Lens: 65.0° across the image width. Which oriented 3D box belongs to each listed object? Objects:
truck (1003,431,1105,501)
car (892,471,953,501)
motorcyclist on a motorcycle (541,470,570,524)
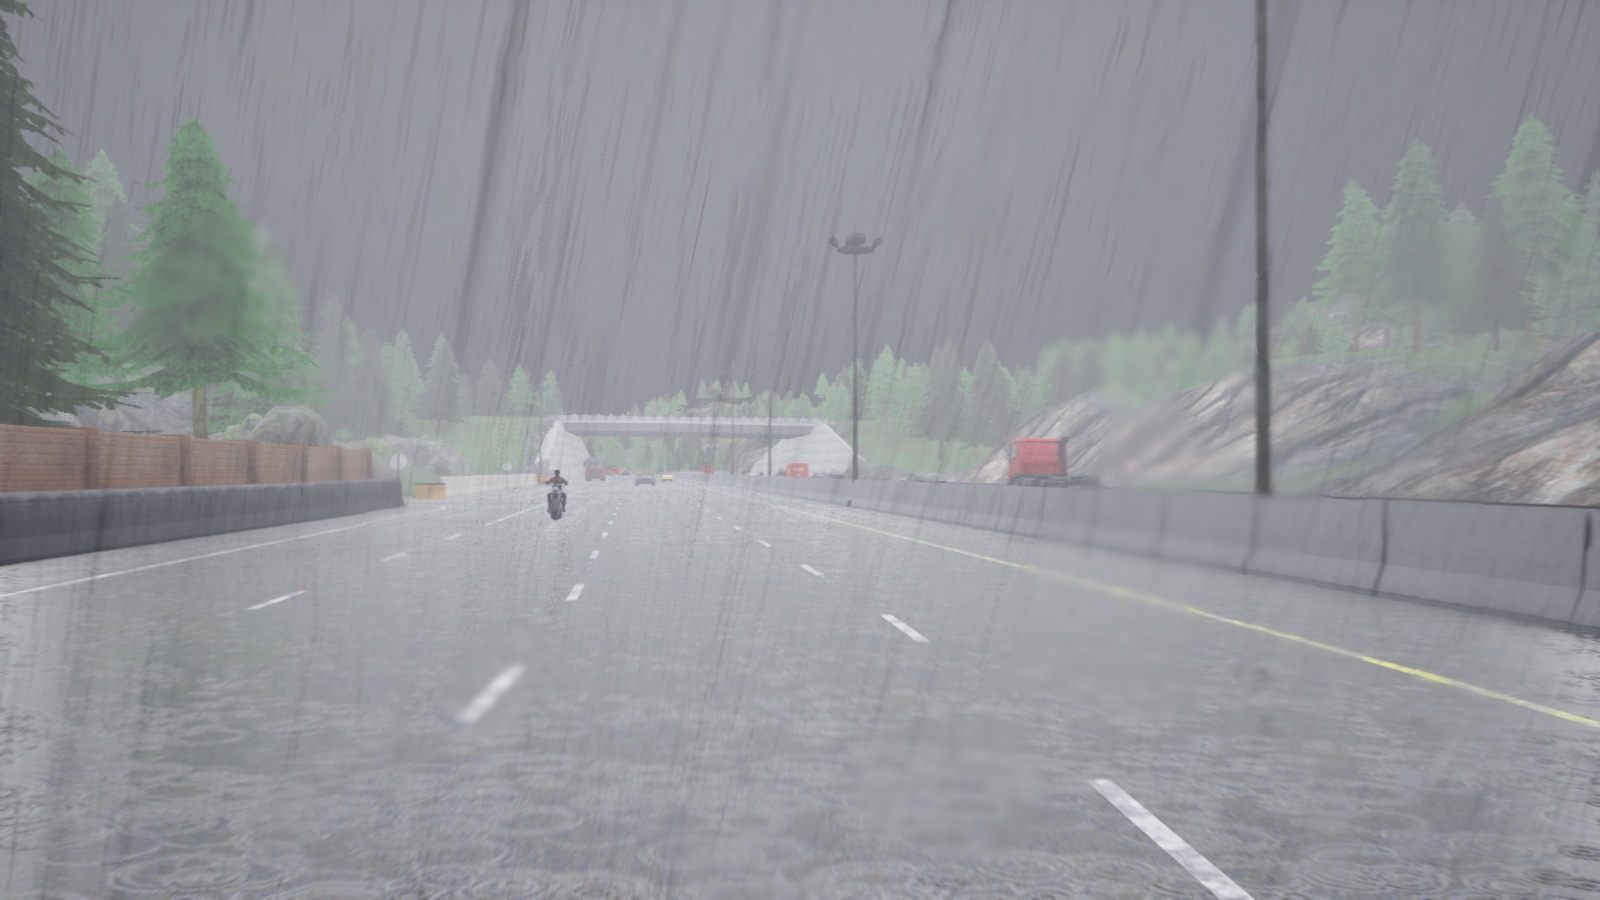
[{"bbox_3d":[13.380,0.864,66.934,2.891,3.462,7.936,0,-1,-8],"label":"truck"},{"bbox_3d":[6.398,1.880,66.369,2.163,1.488,4.792,0,-1,-8],"label":"car"},{"bbox_3d":[-7.776,1.482,40.026,0.766,1.649,2.350,0,-1,-8],"label":"motorcyclist on a motorcycle"}]
